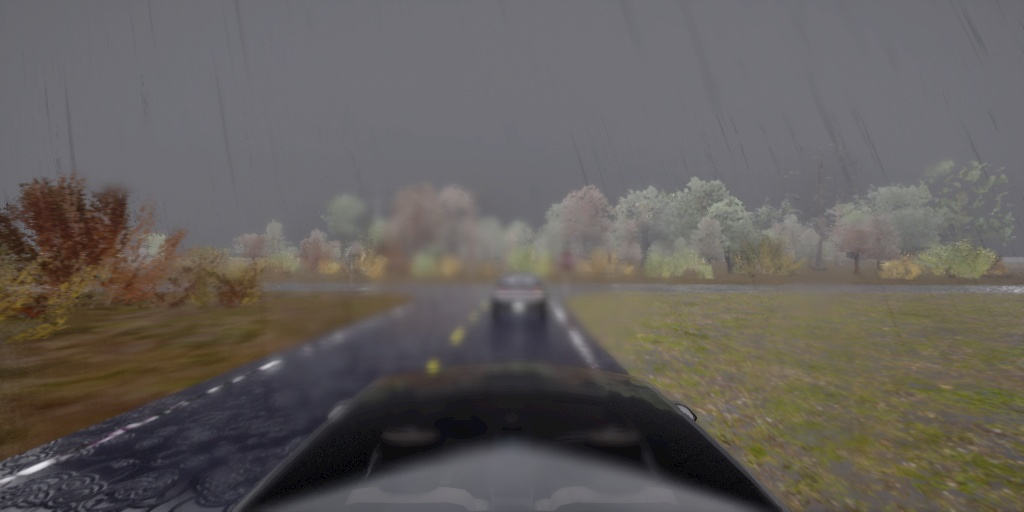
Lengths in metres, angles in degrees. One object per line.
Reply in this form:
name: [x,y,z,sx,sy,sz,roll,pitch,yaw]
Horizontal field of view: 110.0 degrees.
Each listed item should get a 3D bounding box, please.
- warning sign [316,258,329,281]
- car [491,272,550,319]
warning sign: [-15.490,1.118,29.555,1.060,1.860,1.300,0,0,2]
car: [0.365,1.340,13.260,2.128,1.511,4.902,0,0,4]
